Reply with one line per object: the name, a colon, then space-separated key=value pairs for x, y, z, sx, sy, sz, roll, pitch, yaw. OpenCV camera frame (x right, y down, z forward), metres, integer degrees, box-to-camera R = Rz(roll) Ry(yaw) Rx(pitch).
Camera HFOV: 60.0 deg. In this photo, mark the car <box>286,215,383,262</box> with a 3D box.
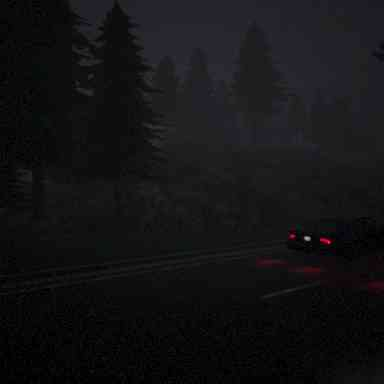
car: x=5.784 y=1.560 z=12.215 sx=5.357 sy=1.411 sz=2.033 roll=0 pitch=0 yaw=-35
